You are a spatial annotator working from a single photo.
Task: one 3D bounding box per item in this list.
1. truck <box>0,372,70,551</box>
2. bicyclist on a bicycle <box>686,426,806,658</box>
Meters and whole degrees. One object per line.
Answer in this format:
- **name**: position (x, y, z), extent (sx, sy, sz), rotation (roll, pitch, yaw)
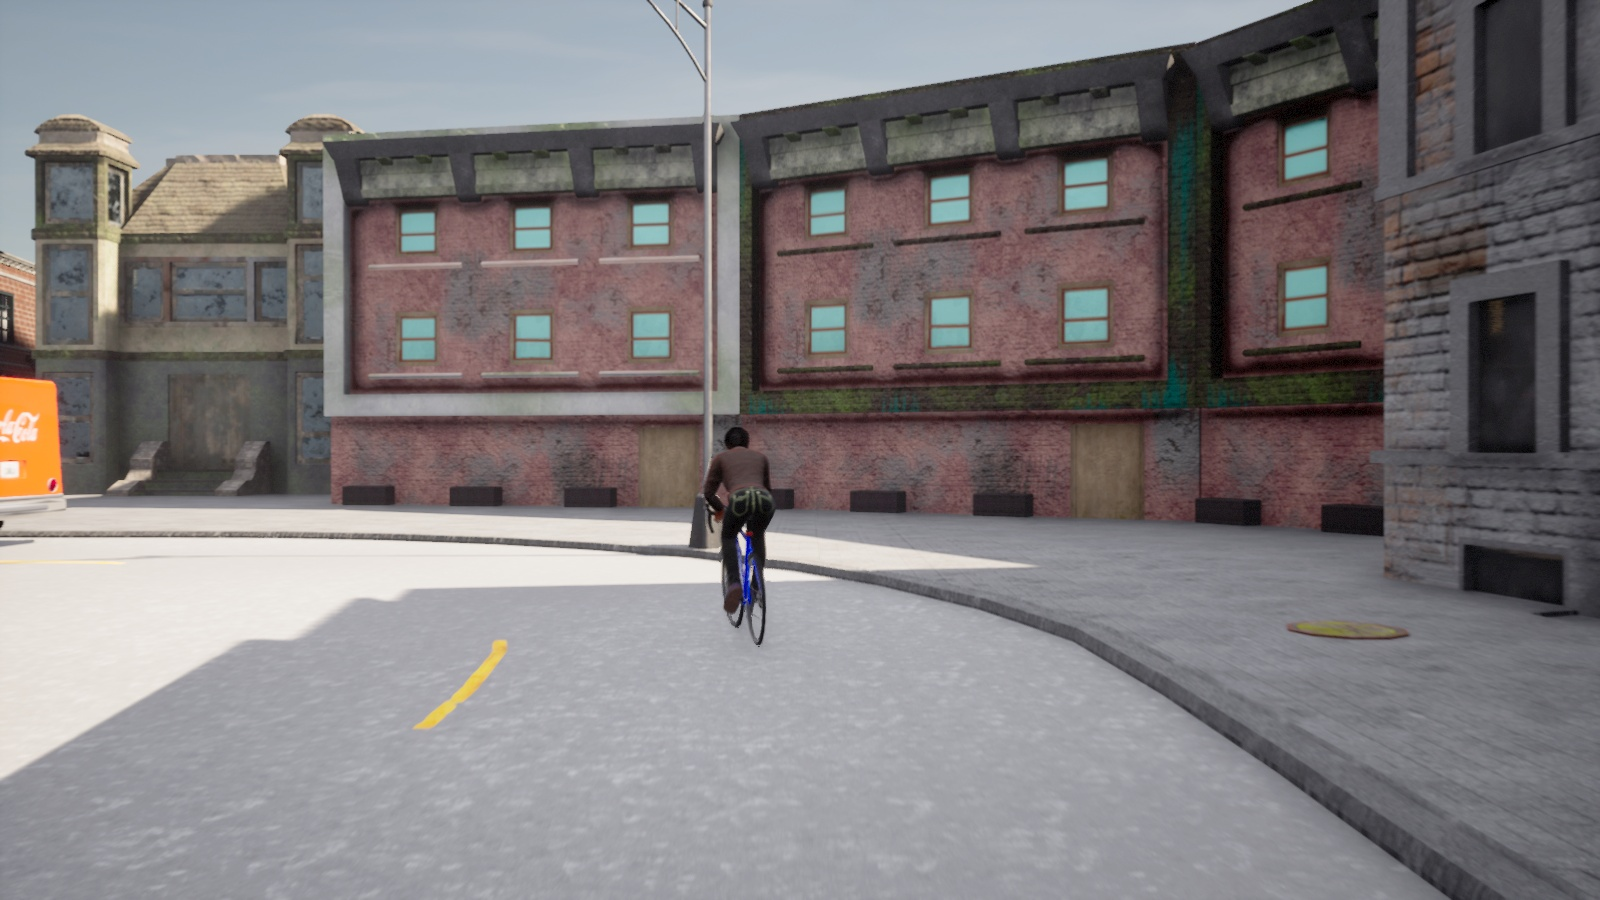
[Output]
- **truck**: position (-13.647, 0.150, 17.692), extent (5.204, 2.467, 2.627), rotation (0, 0, 1)
- **bicyclist on a bicycle**: position (-0.453, 0.646, 9.704), extent (0.582, 1.620, 1.656), rotation (-1, 0, -14)
